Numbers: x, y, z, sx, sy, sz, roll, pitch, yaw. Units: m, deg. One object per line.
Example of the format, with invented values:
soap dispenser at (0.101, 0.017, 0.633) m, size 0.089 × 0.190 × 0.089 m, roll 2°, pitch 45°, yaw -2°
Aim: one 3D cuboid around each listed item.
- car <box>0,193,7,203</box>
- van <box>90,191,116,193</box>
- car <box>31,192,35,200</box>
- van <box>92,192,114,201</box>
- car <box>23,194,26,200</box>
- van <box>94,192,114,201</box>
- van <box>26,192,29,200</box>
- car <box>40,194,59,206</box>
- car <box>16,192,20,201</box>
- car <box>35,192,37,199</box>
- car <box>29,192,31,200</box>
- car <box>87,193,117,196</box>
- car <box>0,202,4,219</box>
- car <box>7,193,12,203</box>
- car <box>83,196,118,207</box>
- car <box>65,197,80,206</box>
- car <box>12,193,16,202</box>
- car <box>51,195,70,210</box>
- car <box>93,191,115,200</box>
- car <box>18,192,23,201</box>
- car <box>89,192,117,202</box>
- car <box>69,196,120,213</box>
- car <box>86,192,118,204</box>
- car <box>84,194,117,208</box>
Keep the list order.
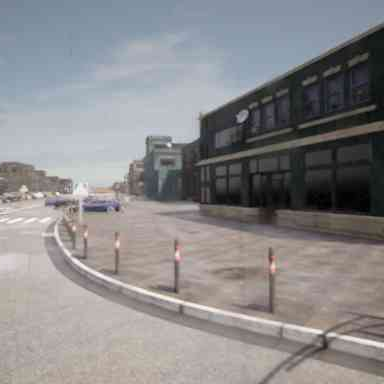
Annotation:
car at (-37.267, 1.309, 61.025) m, size 4.553 × 1.767 × 2.185 m, roll -1°, pitch 1°, yaw -14°
van at (-12.032, 1.228, 42.743) m, size 4.442 × 1.987 × 1.878 m, roll -1°, pitch 1°, yaw -14°
car at (-42.743, 1.302, 82.393) m, size 5.366 × 1.575 × 1.946 m, roll -1°, pitch 0°, yaw -14°
van at (-19.364, 0.967, 72.295) m, size 4.442 × 1.987 × 1.878 m, roll -1°, pitch 1°, yaw -14°
car at (-40.559, 1.345, 74.412) m, size 4.892 × 1.521 × 2.231 m, roll -1°, pitch 0°, yaw -14°
van at (-19.806, 0.947, 75.047) m, size 4.442 × 1.987 × 1.878 m, roll -1°, pitch 0°, yaw -14°
van at (-41.149, 1.102, 77.233) m, size 4.442 × 1.987 × 1.878 m, roll -1°, pitch 0°, yaw -14°
car at (-22.702, 1.471, 54.228) m, size 2.033 × 1.411 × 5.357 m, roll -1°, pitch 1°, yaw -14°
car at (-39.228, 1.378, 69.062) m, size 4.892 × 1.521 × 2.231 m, roll -1°, pitch 1°, yaw -14°
car at (-43.223, 1.293, 85.114) m, size 4.892 × 1.521 × 2.231 m, roll -1°, pitch 0°, yaw -14°
car at (-41.894, 1.356, 79.762) m, size 4.674 × 1.452 × 2.002 m, roll -1°, pitch 0°, yaw -14°
car at (-11.187, 1.342, 39.957) m, size 4.553 × 1.767 × 2.185 m, roll -1°, pitch 0°, yaw -14°
car at (-13.970, 1.654, 21.560) m, size 2.033 × 1.411 × 5.357 m, roll -1°, pitch 0°, yaw -19°
car at (-37.872, 1.288, 63.717) m, size 4.553 × 1.767 × 2.185 m, roll -1°, pitch 1°, yaw -14°
car at (-13.930, 1.381, 50.866) m, size 5.008 × 1.535 × 2.097 m, roll -1°, pitch 1°, yaw -14°
car at (-20.002, 1.488, 55.807) m, size 1.895 × 1.301 × 4.718 m, roll -1°, pitch 1°, yaw -14°
car at (-38.561, 1.396, 66.387) m, size 4.892 × 1.521 × 2.231 m, roll -1°, pitch 1°, yaw -14°
car at (-16.954, 1.501, 43.985) m, size 1.837 × 1.490 × 4.892 m, roll -1°, pitch 0°, yaw -14°
car at (-22.624, 0.856, 85.803) m, size 5.566 × 2.045 × 2.435 m, roll -1°, pitch 0°, yaw -14°
car at (-39.893, 1.361, 71.738) m, size 4.892 × 1.521 × 2.231 m, roll -1°, pitch 0°, yaw -14°
car at (-18.554, 0.962, 69.631) m, size 5.566 × 2.045 × 2.435 m, roll -1°, pitch 1°, yaw -14°
car at (-9.936, 1.517, 34.668) m, size 4.792 × 1.488 × 2.163 m, roll -1°, pitch 0°, yaw -14°
car at (-16.632, 1.029, 61.647) m, size 5.566 × 2.045 × 2.435 m, roll -1°, pitch 1°, yaw -14°
car at (-13.197, 1.282, 48.055) m, size 4.553 × 1.767 × 2.185 m, roll -1°, pitch 1°, yaw -14°
